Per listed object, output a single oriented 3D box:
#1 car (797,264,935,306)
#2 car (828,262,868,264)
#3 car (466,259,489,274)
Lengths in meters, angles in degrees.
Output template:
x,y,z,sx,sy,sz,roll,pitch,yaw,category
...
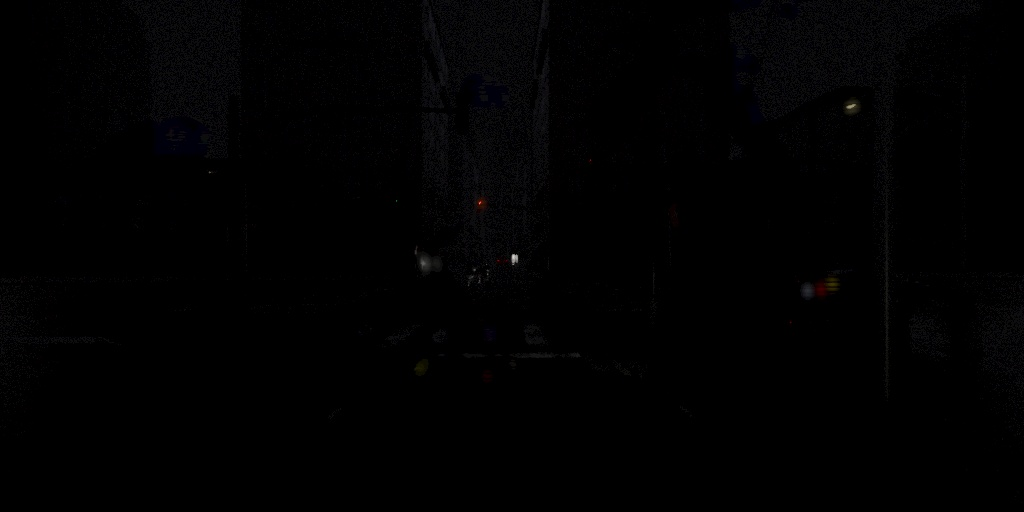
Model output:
x,y,z,sx,sy,sz,roll,pitch,yaw,category
14.338,1.203,14.692,4.674,1.442,1.812,0,0,-2,car
23.009,1.146,24.948,4.892,1.490,1.837,0,0,-2,car
-4.088,1.244,40.982,2.128,1.511,4.902,0,0,-1,car
